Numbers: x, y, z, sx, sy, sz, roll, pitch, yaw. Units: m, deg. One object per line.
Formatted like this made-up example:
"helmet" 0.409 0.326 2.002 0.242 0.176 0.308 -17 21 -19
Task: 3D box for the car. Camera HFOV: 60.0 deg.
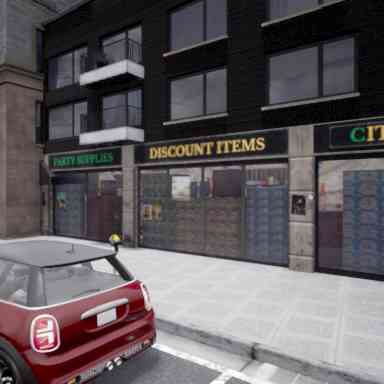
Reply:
"car" -2.542 1.439 4.894 4.097 1.590 1.967 0 0 36
